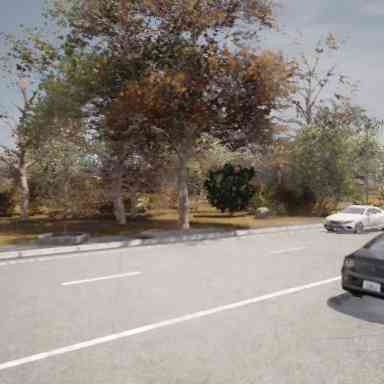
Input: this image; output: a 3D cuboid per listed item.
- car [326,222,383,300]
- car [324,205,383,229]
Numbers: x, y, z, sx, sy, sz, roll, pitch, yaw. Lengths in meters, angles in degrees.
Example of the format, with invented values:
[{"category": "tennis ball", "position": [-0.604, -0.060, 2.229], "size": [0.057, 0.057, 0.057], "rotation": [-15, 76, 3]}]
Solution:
[{"category": "car", "position": [5.103, 1.516, 7.255], "size": [4.674, 1.442, 1.812], "rotation": [0, 0, -35]}, {"category": "car", "position": [9.493, 1.502, 18.888], "size": [4.674, 1.442, 1.812], "rotation": [0, 0, -33]}]
